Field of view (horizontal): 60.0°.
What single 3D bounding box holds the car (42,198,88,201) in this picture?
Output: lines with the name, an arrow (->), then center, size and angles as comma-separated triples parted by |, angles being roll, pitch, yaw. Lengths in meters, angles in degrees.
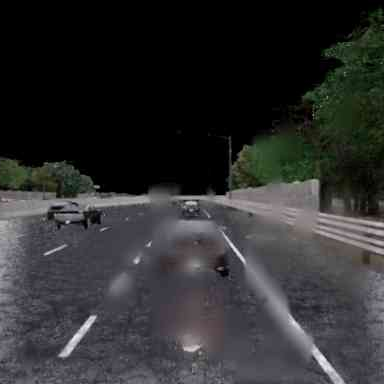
car -> -10.541, 1.527, 28.163 | 1.837, 1.490, 4.892 | 0, 0, 0

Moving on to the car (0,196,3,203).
car -> -21.263, 1.284, 33.461 | 2.150, 2.045, 5.566 | 0, 0, 0

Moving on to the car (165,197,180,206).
car -> -3.818, 1.716, 62.416 | 2.097, 1.767, 4.553 | 0, -1, 0

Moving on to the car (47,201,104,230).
car -> -7.004, 1.498, 21.139 | 2.128, 1.511, 4.902 | 0, 0, 0

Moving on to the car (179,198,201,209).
car -> -0.070, 1.554, 33.789 | 1.812, 1.442, 4.674 | 0, 0, 0

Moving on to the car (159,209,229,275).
car -> 0.051, 1.506, 10.396 | 1.837, 1.490, 4.892 | 0, 0, 0

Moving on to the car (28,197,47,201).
car -> -24.818, 1.741, 52.696 | 2.128, 1.511, 4.902 | 0, -1, 0

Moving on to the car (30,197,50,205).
car -> -31.857, 1.898, 69.977 | 2.097, 1.767, 4.553 | 0, -1, 0
